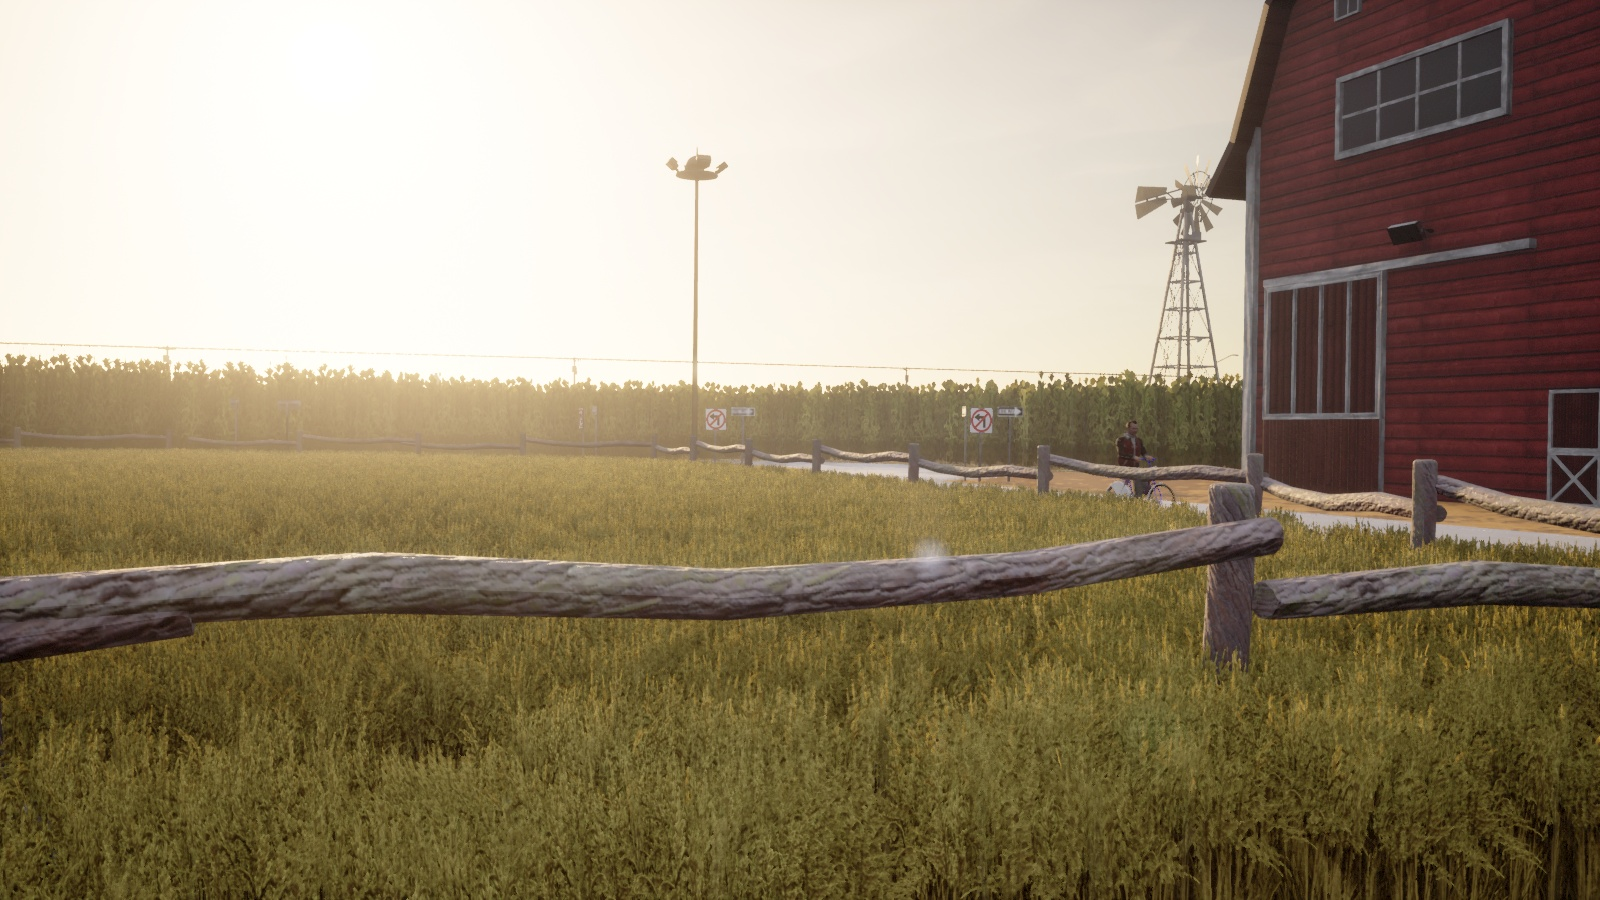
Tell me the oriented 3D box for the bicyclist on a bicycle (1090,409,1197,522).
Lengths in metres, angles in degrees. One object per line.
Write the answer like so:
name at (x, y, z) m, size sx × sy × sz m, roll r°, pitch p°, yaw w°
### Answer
bicyclist on a bicycle at (5.631, 0.268, 20.694) m, size 0.659 × 1.776 × 1.843 m, roll -1°, pitch -1°, yaw -23°
